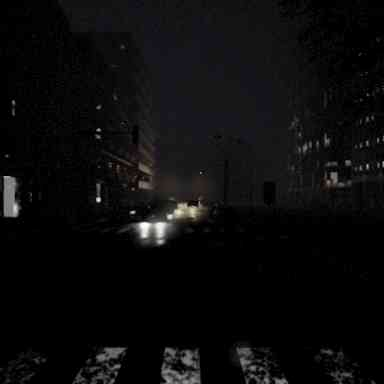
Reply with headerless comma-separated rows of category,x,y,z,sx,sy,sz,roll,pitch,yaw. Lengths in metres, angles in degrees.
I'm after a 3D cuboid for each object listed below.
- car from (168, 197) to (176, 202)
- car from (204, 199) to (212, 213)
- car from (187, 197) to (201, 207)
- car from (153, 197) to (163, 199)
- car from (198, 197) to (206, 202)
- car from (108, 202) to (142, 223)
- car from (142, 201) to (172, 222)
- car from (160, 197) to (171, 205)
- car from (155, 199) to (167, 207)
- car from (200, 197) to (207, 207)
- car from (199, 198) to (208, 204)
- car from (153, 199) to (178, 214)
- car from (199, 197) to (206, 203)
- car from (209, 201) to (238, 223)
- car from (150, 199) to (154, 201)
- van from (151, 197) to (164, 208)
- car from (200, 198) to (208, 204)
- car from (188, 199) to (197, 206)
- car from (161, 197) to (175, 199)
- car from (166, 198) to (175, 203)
car,-5.617,2.214,93.731,2.008,1.369,4.403,0,0,0
car,2.722,1.775,38.570,1.752,1.417,4.829,0,0,0
car,0.150,1.957,58.514,1.994,1.385,4.181,0,0,0
car,-5.649,1.769,49.472,1.967,1.590,4.097,0,0,0
car,2.764,2.212,93.724,2.008,1.369,4.403,0,0,0
car,-5.666,1.726,27.341,2.008,1.369,4.403,0,0,0
car,-3.077,1.745,28.366,1.994,1.385,4.181,0,0,0
car,-5.633,1.930,71.603,1.967,1.590,4.097,0,0,0
car,-5.641,1.991,60.536,1.802,1.307,4.206,0,0,0
car,2.735,1.949,54.997,1.802,1.307,4.206,0,0,0
car,2.756,2.124,82.660,2.008,1.369,4.403,0,0,0
car,-3.061,1.813,38.312,1.994,1.385,4.181,0,0,1
car,2.760,2.057,88.192,1.967,1.590,4.097,0,0,0
car,2.714,1.718,27.335,1.887,1.381,4.507,0,0,0
car,-5.658,1.802,38.407,2.008,1.369,4.403,0,0,0
van,-5.645,1.710,55.006,1.690,1.788,3.998,0,0,0
car,2.752,2.075,77.128,1.887,1.381,4.507,0,0,0
car,0.056,2.063,68.415,1.895,1.301,4.718,0,0,0
car,-3.035,1.872,48.849,2.033,1.411,5.357,0,0,1
car,-5.621,2.170,88.199,2.008,1.369,4.403,0,0,0
